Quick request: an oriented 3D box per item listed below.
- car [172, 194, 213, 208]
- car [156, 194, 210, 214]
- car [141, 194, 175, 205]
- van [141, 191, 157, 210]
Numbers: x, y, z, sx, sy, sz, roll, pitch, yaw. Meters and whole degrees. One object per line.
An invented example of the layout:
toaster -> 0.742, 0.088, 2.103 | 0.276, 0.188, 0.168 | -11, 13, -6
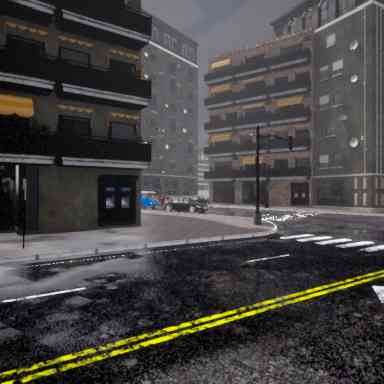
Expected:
car -> 0.013, 1.042, 39.301 | 4.403, 1.369, 2.008 | 1, 0, 37
car -> -0.604, 1.138, 29.301 | 4.403, 1.369, 2.008 | 1, 0, 37
car -> -4.414, 0.962, 42.608 | 4.206, 1.307, 1.802 | 1, 0, 37
van -> -5.024, 0.818, 32.609 | 3.998, 1.788, 1.690 | 1, 0, 37
